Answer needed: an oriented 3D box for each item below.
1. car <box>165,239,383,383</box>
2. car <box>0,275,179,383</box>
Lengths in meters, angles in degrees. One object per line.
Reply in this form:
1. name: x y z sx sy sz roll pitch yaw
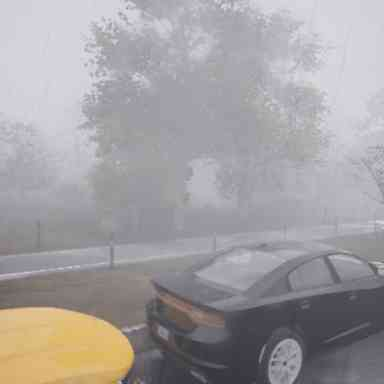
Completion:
1. car: 1.731 1.507 5.288 5.008 1.535 2.097 0 0 -33
2. car: -2.786 1.487 2.068 5.008 1.535 2.097 0 0 -33
